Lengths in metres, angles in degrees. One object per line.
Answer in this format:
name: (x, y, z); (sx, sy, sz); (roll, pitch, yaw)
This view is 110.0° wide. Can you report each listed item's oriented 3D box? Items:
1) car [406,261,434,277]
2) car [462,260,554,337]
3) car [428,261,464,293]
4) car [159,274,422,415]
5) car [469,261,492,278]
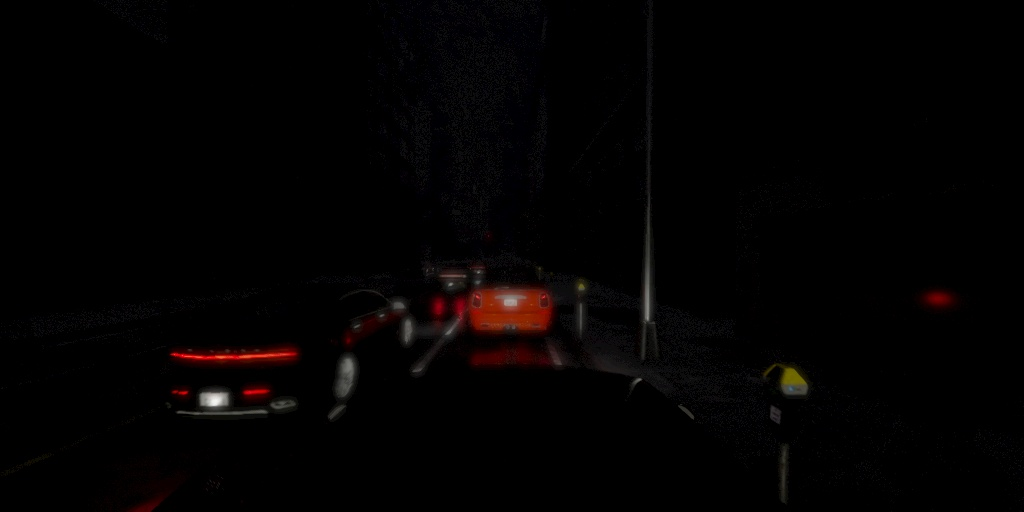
car: (-8.909, 1.189, 34.934); (1.967, 1.591, 4.097); (0, 0, 0)
car: (-0.032, 1.101, 10.472); (2.097, 1.767, 4.553); (0, 0, 0)
car: (-3.099, 1.240, 20.746); (2.128, 1.511, 4.902); (0, 0, 0)
car: (-3.146, 1.255, 6.213); (1.837, 1.490, 4.892); (0, 0, 0)
car: (-3.101, 1.256, 35.753); (1.837, 1.490, 4.892); (0, 0, 1)
